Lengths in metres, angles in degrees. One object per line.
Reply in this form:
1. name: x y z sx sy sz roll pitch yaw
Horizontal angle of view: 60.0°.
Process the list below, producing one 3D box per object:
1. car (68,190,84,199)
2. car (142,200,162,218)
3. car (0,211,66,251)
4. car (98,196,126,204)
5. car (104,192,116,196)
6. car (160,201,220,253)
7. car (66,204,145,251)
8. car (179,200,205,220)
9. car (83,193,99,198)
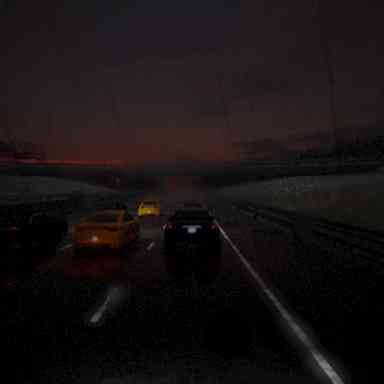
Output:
1. car: -24.502 0.703 70.943 2.150 2.045 5.566 0 1 0
2. car: -3.497 1.403 29.447 1.882 1.535 5.008 0 1 0
3. car: -6.997 1.540 14.297 2.128 1.511 4.902 0 0 0
4. car: -6.996 1.403 29.455 1.882 1.535 5.008 0 1 0
5. car: -17.502 0.832 71.005 2.097 1.767 4.553 0 1 0
6. car: 0.001 1.398 14.068 2.097 1.767 4.553 0 0 0
7. car: -3.496 1.525 14.473 1.882 1.535 5.008 0 0 0
8. car: 0.000 1.478 28.980 2.033 1.411 5.357 0 1 0
9. car: -21.002 1.030 70.977 1.994 1.385 4.181 0 1 0
